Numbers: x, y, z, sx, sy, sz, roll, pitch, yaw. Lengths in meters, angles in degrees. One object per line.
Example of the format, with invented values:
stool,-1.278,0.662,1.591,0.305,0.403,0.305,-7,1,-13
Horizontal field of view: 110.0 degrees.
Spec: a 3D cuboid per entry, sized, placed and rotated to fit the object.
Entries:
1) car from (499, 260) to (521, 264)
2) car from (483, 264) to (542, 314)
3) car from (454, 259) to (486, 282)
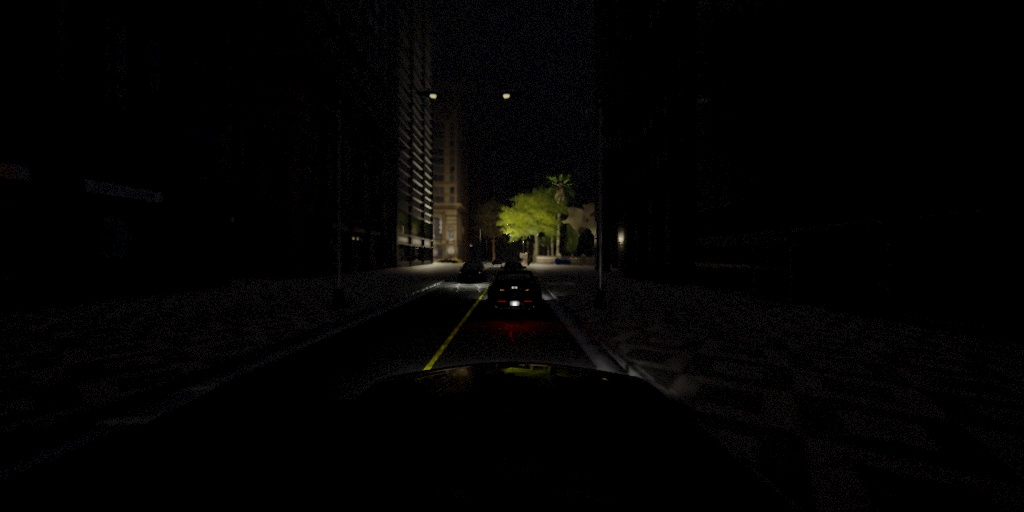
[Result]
car,0.098,1.235,29.657,1.837,1.490,4.892,0,0,0
car,0.094,1.245,13.719,1.837,1.490,4.892,0,0,0
car,-3.094,1.208,28.606,1.882,1.535,5.008,0,0,0
